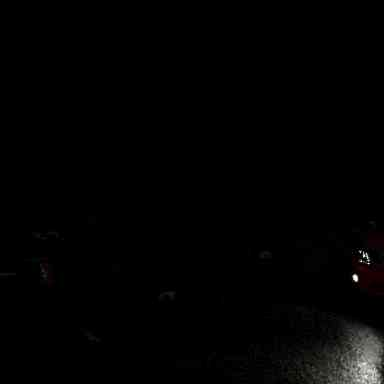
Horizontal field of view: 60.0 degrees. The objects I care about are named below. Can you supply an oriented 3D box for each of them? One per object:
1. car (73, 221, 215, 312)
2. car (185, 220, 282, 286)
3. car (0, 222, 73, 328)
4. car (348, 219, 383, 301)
[{"bbox_3d":[-1.853,1.521,8.081,2.163,1.488,4.792,0,0,-35],"label":"car"},{"bbox_3d":[0.382,1.530,9.741,2.163,1.488,4.792,0,0,-35],"label":"car"},{"bbox_3d":[-4.123,1.357,6.466,2.185,1.767,4.553,0,0,-35],"label":"car"},{"bbox_3d":[5.592,1.258,7.667,2.150,2.045,5.566,1,1,43],"label":"car"}]
